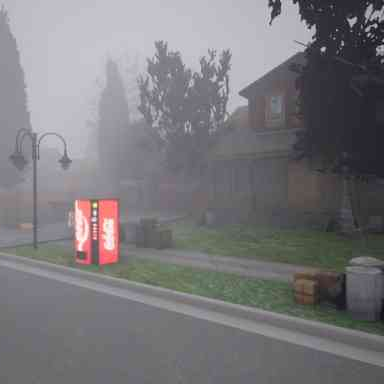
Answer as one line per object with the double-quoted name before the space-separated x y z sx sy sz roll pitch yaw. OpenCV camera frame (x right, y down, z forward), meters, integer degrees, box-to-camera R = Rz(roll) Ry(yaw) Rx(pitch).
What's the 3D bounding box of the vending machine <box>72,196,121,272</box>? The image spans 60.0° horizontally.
"vending machine" -2.889 1.196 10.100 0.880 2.100 1.100 0 0 36
